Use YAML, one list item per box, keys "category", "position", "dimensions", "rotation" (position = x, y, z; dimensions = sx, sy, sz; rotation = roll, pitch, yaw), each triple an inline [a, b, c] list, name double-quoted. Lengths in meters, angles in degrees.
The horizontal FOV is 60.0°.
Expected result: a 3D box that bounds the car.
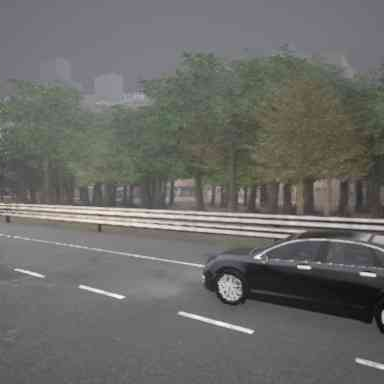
- category: "car"
  position: [2.469, 1.507, 6.408]
  dimensions: [4.892, 1.490, 1.837]
  rotation: [0, 0, 36]
